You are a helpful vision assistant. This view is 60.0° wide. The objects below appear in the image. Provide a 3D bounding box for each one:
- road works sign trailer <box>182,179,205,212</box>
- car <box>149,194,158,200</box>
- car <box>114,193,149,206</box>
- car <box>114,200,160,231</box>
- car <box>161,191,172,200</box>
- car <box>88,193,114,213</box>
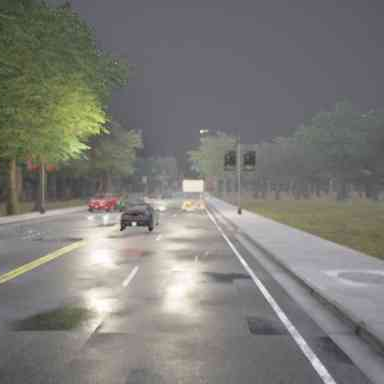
[{"bbox_3d":[0.120,0.388,36.917,2.380,3.560,2.880,0,0,0],"label":"road works sign trailer"},{"bbox_3d":[-9.173,1.151,78.224,1.895,1.301,4.718,0,0,1],"label":"car"},{"bbox_3d":[-6.472,1.145,36.341,2.150,2.045,5.566,0,0,1],"label":"car"},{"bbox_3d":[-3.114,1.469,20.346,1.837,1.490,4.892,0,0,0],"label":"car"},{"bbox_3d":[-5.923,0.782,78.173,2.150,2.045,5.566,0,0,1],"label":"car"},{"bbox_3d":[-9.719,1.143,36.740,2.150,2.045,5.566,0,0,1],"label":"car"}]
